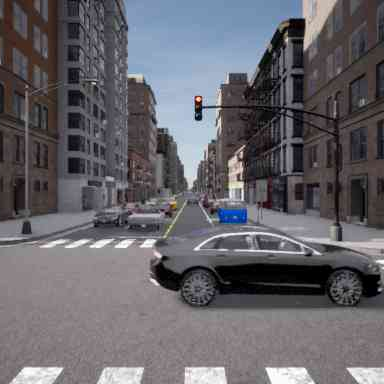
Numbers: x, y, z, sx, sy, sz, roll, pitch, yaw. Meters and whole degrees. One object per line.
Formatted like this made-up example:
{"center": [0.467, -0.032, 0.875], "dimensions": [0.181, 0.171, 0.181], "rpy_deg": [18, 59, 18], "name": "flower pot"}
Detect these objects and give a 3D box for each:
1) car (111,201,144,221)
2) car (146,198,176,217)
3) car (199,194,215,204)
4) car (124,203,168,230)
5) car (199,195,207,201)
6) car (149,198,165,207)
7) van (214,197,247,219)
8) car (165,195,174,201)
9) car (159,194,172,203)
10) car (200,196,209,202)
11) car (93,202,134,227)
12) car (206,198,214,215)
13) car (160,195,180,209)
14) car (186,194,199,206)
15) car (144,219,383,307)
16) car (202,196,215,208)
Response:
{"center": [-5.360, 1.543, 28.148], "dimensions": [1.887, 1.381, 4.507], "rpy_deg": [0, 0, 0], "name": "car"}
{"center": [-2.816, 1.562, 31.146], "dimensions": [1.994, 1.385, 4.181], "rpy_deg": [0, 0, 0], "name": "car"}
{"center": [2.689, 1.305, 50.874], "dimensions": [2.192, 1.841, 5.009], "rpy_deg": [0, 0, 0], "name": "car"}
{"center": [-2.798, 1.600, 21.173], "dimensions": [1.895, 1.301, 4.718], "rpy_deg": [0, 0, -1], "name": "car"}
{"center": [2.723, 1.530, 84.962], "dimensions": [1.947, 1.339, 4.313], "rpy_deg": [0, 0, 0], "name": "car"}
{"center": [-5.336, 1.556, 50.877], "dimensions": [1.947, 1.339, 4.313], "rpy_deg": [0, 0, 0], "name": "car"}
{"center": [2.660, 1.340, 22.467], "dimensions": [1.690, 1.788, 3.998], "rpy_deg": [0, 0, 0], "name": "van"}
{"center": [-5.307, 1.409, 79.285], "dimensions": [1.967, 1.590, 4.097], "rpy_deg": [0, 0, 0], "name": "car"}
{"center": [-5.319, 1.292, 67.921], "dimensions": [2.192, 1.841, 5.009], "rpy_deg": [0, 0, 0], "name": "car"}
{"center": [2.712, 1.524, 73.599], "dimensions": [2.008, 1.369, 4.403], "rpy_deg": [0, 0, 0], "name": "car"}
{"center": [-5.365, 1.549, 22.467], "dimensions": [2.008, 1.369, 4.403], "rpy_deg": [0, 0, 0], "name": "car"}
{"center": [2.671, 1.580, 33.830], "dimensions": [1.802, 1.307, 4.206], "rpy_deg": [0, 0, 0], "name": "car"}
{"center": [-2.799, 1.473, 41.275], "dimensions": [1.882, 1.535, 5.008], "rpy_deg": [0, 0, 0], "name": "car"}
{"center": [0.160, 1.478, 55.365], "dimensions": [2.128, 1.511, 4.902], "rpy_deg": [0, 0, 0], "name": "car"}
{"center": [1.515, 1.505, 7.347], "dimensions": [4.902, 1.511, 2.128], "rpy_deg": [0, 0, 0], "name": "car"}
{"center": [2.683, 1.576, 45.193], "dimensions": [1.802, 1.307, 4.206], "rpy_deg": [0, 0, 0], "name": "car"}
